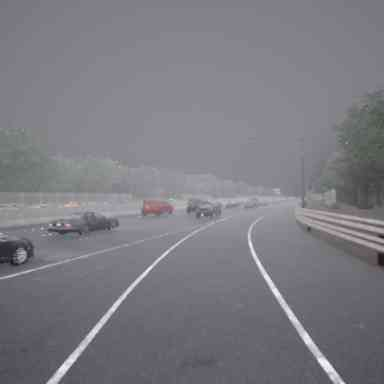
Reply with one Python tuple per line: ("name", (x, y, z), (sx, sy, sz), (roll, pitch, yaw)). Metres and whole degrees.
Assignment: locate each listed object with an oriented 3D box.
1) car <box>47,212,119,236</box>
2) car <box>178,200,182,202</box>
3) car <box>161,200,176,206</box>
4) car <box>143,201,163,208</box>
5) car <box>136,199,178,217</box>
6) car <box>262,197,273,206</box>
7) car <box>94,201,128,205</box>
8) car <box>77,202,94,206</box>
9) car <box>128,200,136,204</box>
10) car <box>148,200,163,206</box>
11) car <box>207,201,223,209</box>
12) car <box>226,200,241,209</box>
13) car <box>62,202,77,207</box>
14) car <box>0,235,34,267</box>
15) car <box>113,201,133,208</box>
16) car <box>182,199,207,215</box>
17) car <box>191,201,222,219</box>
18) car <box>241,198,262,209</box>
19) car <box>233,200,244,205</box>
("car", (-6.909, 1.994, 21.735), (2.033, 1.411, 5.357), (-1, -1, 20))
("car", (-2.758, 2.718, 85.067), (1.812, 1.442, 4.674), (-1, -1, 20))
("car", (-6.095, 2.749, 86.130), (2.128, 1.511, 4.902), (-1, -1, 20))
("car", (-8.086, 2.577, 70.230), (2.033, 1.411, 5.357), (-1, -1, 20))
("car", (-4.106, 1.871, 39.901), (2.150, 2.045, 5.566), (-1, -1, 20))
("car", (17.086, 2.553, 78.195), (1.994, 1.385, 4.181), (-1, -1, 20))
("car", (-13.435, 2.436, 55.432), (2.033, 1.411, 5.357), (-1, -1, 20))
("car", (-16.770, 2.445, 56.506), (1.812, 1.442, 4.674), (-1, -1, 20))
("car", (-11.413, 2.424, 71.327), (2.097, 1.767, 4.553), (-1, -1, 20))
("car", (-9.548, 2.744, 86.870), (1.837, 1.490, 4.892), (-1, -1, 20))
("car", (4.388, 2.450, 63.545), (1.994, 1.385, 4.181), (-1, -1, 20))
("car", (7.685, 2.380, 62.370), (1.812, 1.442, 4.674), (-1, -1, 20))
("car", (-20.218, 2.425, 57.238), (1.882, 1.535, 5.008), (-1, -1, 20))
("car", (-7.260, 1.818, 10.400), (1.837, 1.490, 4.892), (-1, -1, 20))
("car", (-14.885, 2.691, 72.005), (1.895, 1.301, 4.718), (-1, -1, 20))
("car", (1.012, 1.889, 43.798), (2.150, 2.045, 5.566), (-1, -1, 20))
("car", (1.860, 2.073, 35.796), (1.837, 1.490, 4.892), (-1, -1, 20))
("car", (10.980, 2.313, 61.194), (2.128, 1.511, 4.902), (-1, -1, 20))
("car", (11.855, 2.663, 84.336), (1.994, 1.385, 4.181), (-1, -1, 20))
